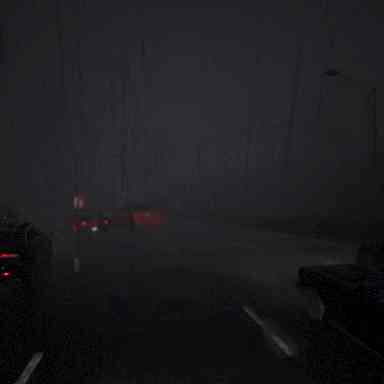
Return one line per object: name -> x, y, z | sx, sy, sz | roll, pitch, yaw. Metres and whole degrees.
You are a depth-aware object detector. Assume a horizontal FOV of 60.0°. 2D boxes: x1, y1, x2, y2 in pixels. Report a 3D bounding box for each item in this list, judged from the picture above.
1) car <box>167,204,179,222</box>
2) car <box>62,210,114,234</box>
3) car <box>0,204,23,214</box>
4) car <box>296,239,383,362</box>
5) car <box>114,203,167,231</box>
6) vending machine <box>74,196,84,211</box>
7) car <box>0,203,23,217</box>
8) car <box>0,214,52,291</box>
car -> -2.882, 1.689, 27.199 | 2.128, 1.511, 4.902 | 0, 0, -34
car -> -6.617, 1.766, 20.403 | 1.895, 1.301, 4.718 | 0, 0, -32
car -> -14.954, 1.712, 25.882 | 1.882, 1.535, 5.008 | 0, -1, -38
car -> 3.175, 1.619, 4.363 | 1.895, 1.301, 4.718 | 0, 0, -7
car -> -3.796, 1.519, 22.259 | 2.097, 1.767, 4.553 | 0, 0, -32
vending machine -> -16.280, 1.585, 47.918 | 0.880, 2.100, 1.100 | -1, -1, 40
car -> -20.622, 1.932, 36.907 | 4.718, 1.301, 1.895 | -1, -1, 43
car -> -5.004, 1.573, 8.989 | 2.128, 1.511, 4.902 | 0, 0, -16
